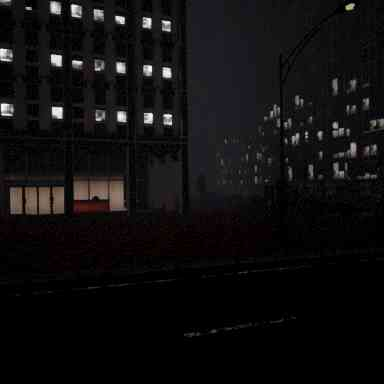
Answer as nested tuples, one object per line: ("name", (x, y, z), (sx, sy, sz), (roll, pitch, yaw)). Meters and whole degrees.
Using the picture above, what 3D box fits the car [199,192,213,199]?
("car", (3.248, 0.706, 80.296), (1.967, 1.590, 4.097), (0, 1, -20))

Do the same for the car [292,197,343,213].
("car", (13.322, 1.321, 35.739), (2.033, 1.411, 5.357), (-1, 1, -20))

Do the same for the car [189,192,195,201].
("car", (-0.733, 1.056, 66.749), (2.008, 1.369, 4.403), (0, 1, -20))

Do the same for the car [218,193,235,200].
("car", (7.141, 0.954, 69.618), (1.802, 1.307, 4.206), (0, 1, -20))

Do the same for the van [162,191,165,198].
("van", (-6.572, 0.688, 82.767), (1.690, 1.788, 3.998), (0, 1, -20))

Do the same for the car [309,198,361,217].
("car", (12.769, 1.434, 29.325), (1.947, 1.339, 4.313), (0, 1, -20))

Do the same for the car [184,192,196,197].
("car", (-0.644, 0.711, 90.977), (2.008, 1.369, 4.403), (0, 1, -20))

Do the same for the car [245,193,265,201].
("car", (9.795, 1.228, 45.430), (2.033, 1.411, 5.357), (-1, 1, -20))

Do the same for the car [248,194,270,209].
("car", (8.948, 1.332, 40.033), (1.947, 1.339, 4.313), (0, 1, -20))

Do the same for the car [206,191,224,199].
("car", (5.194, 0.634, 74.955), (2.192, 1.841, 5.009), (0, 1, -20))

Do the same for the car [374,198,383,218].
("car", (16.851, 1.216, 26.095), (2.097, 1.767, 4.553), (-1, 1, -21))

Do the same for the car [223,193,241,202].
("car", (7.781, 1.023, 60.276), (1.812, 1.442, 4.674), (-1, 1, -20))

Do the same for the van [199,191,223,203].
("van", (3.160, 0.952, 56.067), (1.690, 1.788, 3.998), (0, 1, -20))

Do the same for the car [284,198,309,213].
("car", (10.839, 1.399, 34.674), (1.802, 1.307, 4.206), (0, 1, -20))

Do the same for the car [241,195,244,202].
("car", (11.034, 1.060, 58.938), (1.802, 1.307, 4.206), (0, 1, -20))
